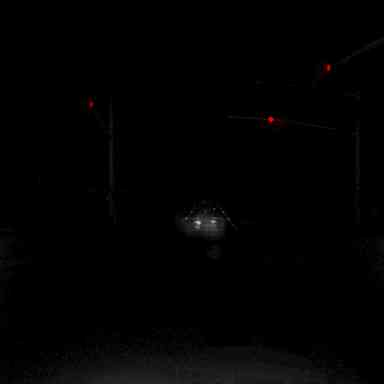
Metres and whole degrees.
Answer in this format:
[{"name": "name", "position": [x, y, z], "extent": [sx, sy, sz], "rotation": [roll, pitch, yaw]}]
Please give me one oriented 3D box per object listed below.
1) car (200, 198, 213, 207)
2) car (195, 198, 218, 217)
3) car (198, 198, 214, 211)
[{"name": "car", "position": [2.265, 1.566, 50.784], "extent": [1.895, 1.301, 4.718], "rotation": [0, 0, 3]}, {"name": "car", "position": [1.349, 1.491, 31.492], "extent": [1.812, 1.442, 4.674], "rotation": [0, 0, 3]}, {"name": "car", "position": [1.776, 1.469, 40.647], "extent": [1.837, 1.490, 4.892], "rotation": [0, 0, 3]}]
